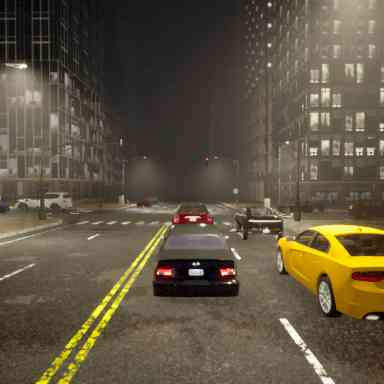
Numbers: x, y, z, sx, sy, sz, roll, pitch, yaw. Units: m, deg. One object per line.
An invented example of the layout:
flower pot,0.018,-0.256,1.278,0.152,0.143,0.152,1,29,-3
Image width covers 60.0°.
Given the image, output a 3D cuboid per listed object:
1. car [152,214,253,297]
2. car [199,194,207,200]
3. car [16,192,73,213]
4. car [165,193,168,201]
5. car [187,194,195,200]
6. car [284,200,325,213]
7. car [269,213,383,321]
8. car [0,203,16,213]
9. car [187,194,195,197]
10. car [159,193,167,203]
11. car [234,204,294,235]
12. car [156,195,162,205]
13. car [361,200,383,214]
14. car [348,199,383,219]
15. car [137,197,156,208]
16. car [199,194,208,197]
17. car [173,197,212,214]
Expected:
car,0.067,1.543,8.719,2.033,1.411,5.357,0,0,0
car,2.907,1.295,89.808,1.994,1.385,4.181,0,0,0
car,-15.426,1.050,34.818,5.566,2.045,2.150,1,1,1
car,-6.799,1.153,78.305,2.150,2.045,5.566,0,0,0
car,-0.343,1.295,89.797,1.994,1.385,4.181,0,0,0
car,11.219,1.570,34.673,4.892,1.490,1.837,1,1,3
car,3.323,1.474,7.447,1.882,1.535,5.008,0,0,0
car,-20.035,1.317,31.697,5.008,1.535,1.882,1,1,1
car,-0.304,1.470,79.761,1.994,1.385,4.181,0,0,0
car,-6.776,1.507,67.556,1.994,1.385,4.181,0,0,0
car,3.277,1.482,16.864,2.128,1.511,4.902,0,0,1
car,-6.794,1.556,57.551,1.895,1.301,4.718,0,0,0
car,21.670,1.643,36.959,4.829,1.417,1.752,1,0,1
car,16.093,1.519,28.652,5.009,1.841,2.192,1,0,1
car,-6.784,1.567,48.379,1.895,1.301,4.718,0,0,0
car,2.946,1.272,79.743,2.097,1.767,4.553,0,0,0
car,0.033,1.342,18.034,2.097,1.767,4.553,0,0,0
